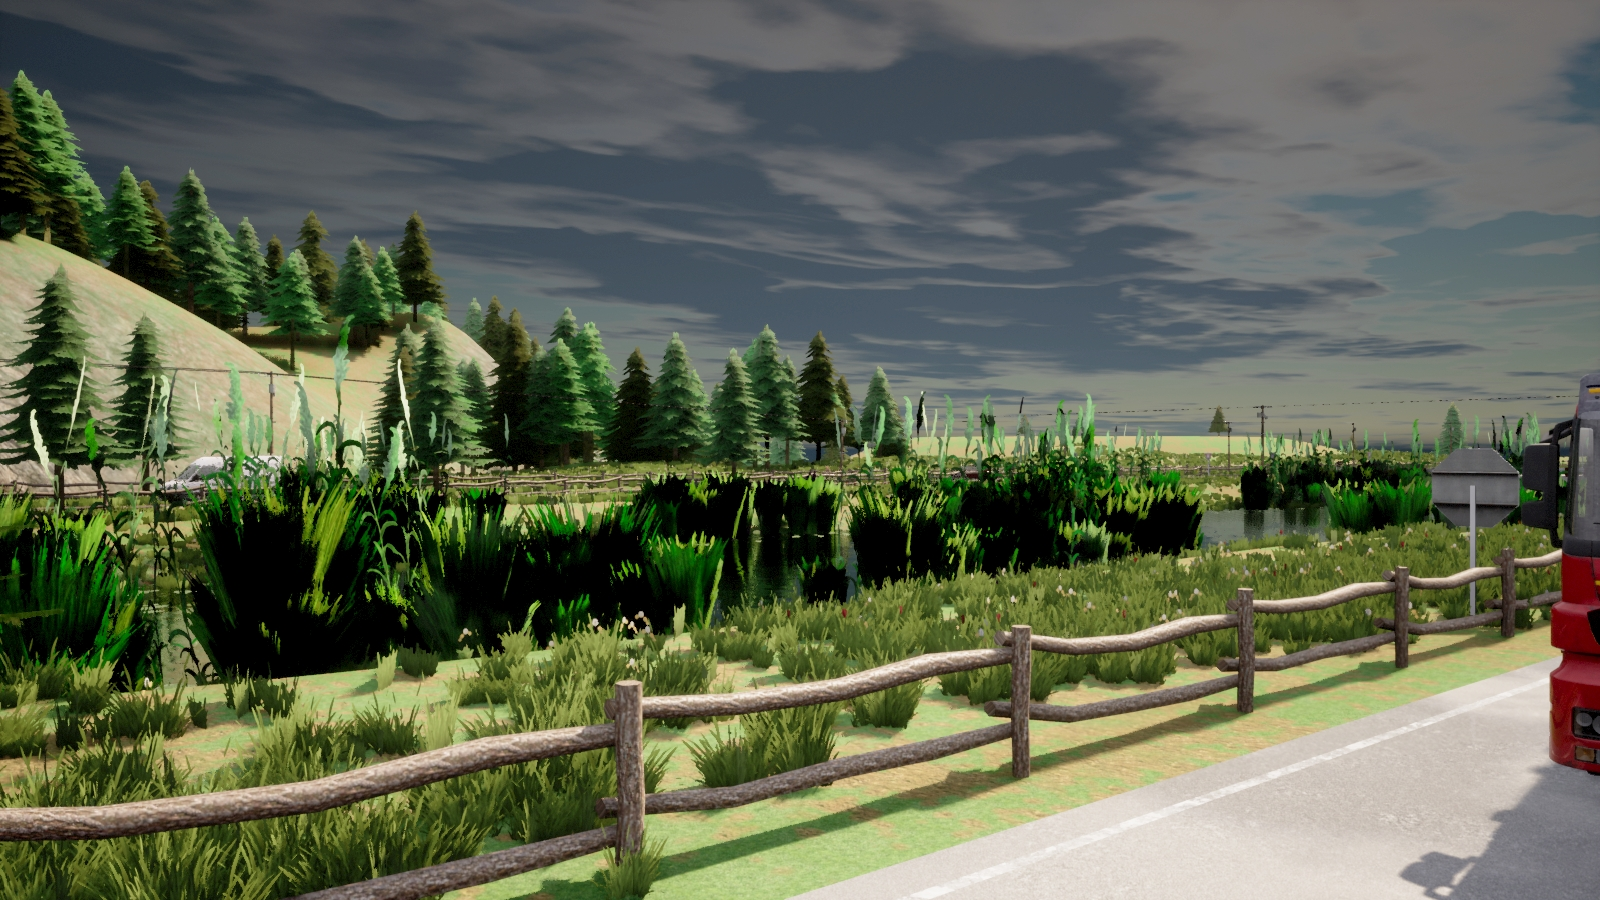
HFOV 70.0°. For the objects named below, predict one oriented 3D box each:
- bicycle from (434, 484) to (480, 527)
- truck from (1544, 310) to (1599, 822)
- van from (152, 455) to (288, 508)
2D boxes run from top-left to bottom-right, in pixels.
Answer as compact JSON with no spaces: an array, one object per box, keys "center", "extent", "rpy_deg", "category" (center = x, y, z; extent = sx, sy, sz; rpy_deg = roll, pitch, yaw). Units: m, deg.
[{"center":[-12.617,2.029,42.067],"extent":[1.643,1.496,0.373],"rpy_deg":[-1,0,-43],"category":"bicycle"},{"center":[9.608,0.862,10.981],"extent":[2.891,3.827,8.468],"rpy_deg":[0,0,42],"category":"truck"},{"center":[-29.658,1.535,58.590],"extent":[1.988,2.561,5.915],"rpy_deg":[0,0,42],"category":"van"}]
